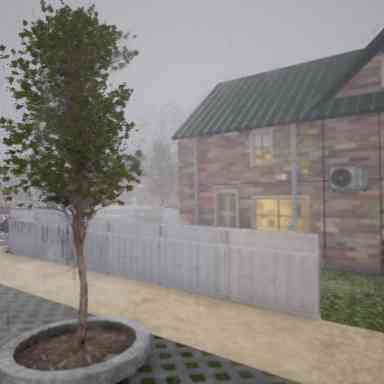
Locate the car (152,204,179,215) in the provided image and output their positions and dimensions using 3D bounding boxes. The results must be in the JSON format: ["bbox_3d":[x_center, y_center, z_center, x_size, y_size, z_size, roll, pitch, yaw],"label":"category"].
[{"bbox_3d":[-2.249,2.012,33.169,2.097,1.767,4.553,-1,-2,36],"label":"car"}]

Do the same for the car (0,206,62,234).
[{"bbox_3d":[-10.621,1.686,21.448,2.097,1.767,4.553,-1,-2,35],"label":"car"}]
